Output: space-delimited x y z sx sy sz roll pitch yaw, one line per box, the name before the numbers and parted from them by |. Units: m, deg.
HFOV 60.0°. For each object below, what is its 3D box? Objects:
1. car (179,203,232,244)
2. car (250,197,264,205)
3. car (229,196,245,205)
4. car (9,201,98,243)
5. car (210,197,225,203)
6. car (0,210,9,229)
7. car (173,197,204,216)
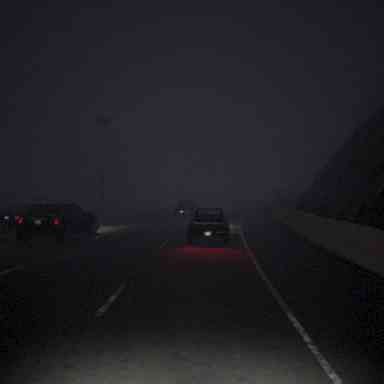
car | 0.868 1.502 16.016 2.128 1.511 4.902 1 0 5
car | 12.140 1.711 62.035 1.994 1.385 4.181 1 0 22
car | 8.463 1.453 62.280 2.097 1.767 4.553 1 0 22
car | -6.175 1.274 15.847 2.097 1.767 4.553 1 0 5
car | 4.786 1.581 62.529 1.812 1.442 4.674 0 0 22
car | -9.511 1.428 20.168 2.033 1.411 5.357 1 0 8
car | -0.455 1.497 31.673 1.837 1.490 4.892 0 0 11
